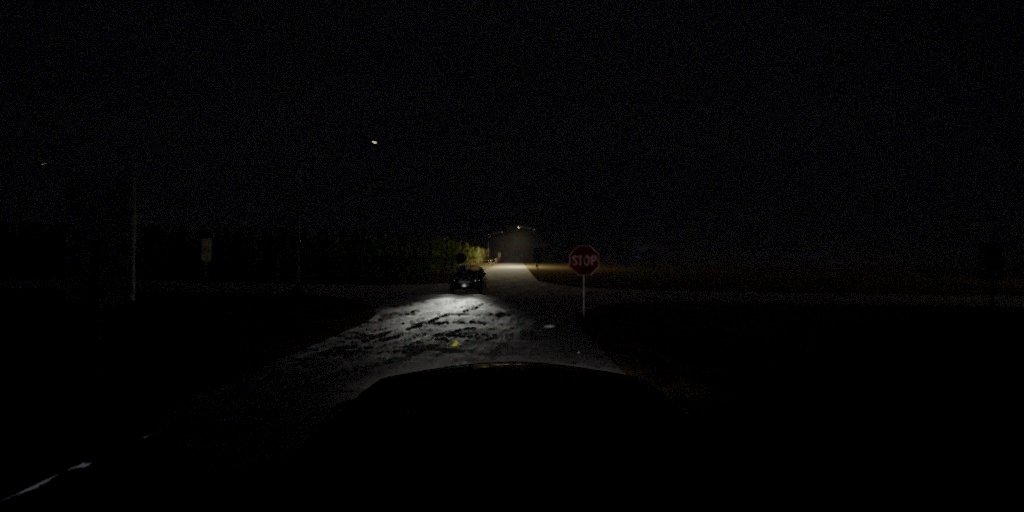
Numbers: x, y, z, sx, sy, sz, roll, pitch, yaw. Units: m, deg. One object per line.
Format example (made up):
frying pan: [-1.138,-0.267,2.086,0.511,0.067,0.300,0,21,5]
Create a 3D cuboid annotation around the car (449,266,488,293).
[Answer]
car: [-2.508,1.333,21.487,2.128,1.511,4.902,1,-1,1]
